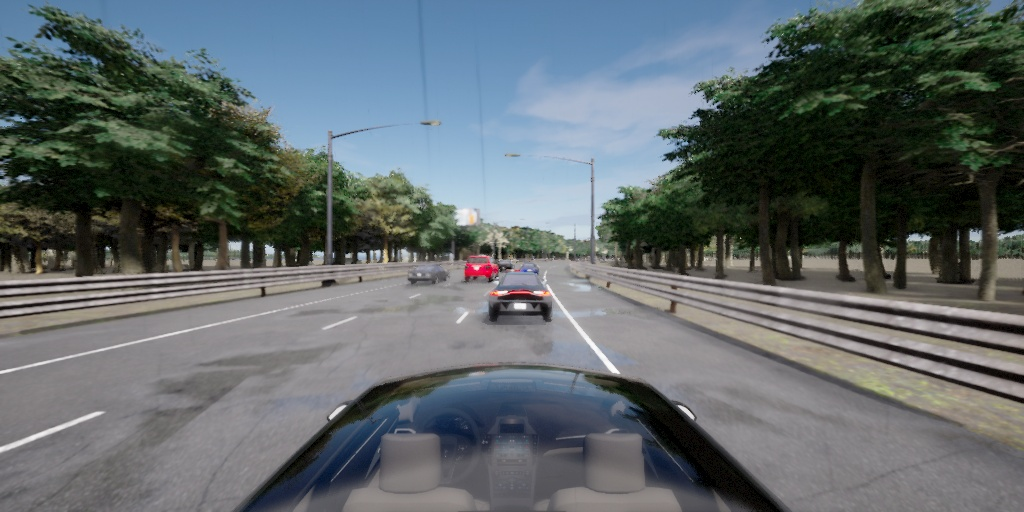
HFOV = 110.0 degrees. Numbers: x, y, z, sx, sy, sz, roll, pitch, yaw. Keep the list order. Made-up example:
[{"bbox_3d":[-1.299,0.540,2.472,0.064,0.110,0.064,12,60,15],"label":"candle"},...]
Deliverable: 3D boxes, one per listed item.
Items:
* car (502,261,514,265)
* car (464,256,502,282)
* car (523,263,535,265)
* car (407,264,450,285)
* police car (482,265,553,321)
[{"bbox_3d":[-0.789,1.333,46.569,1.882,1.535,5.008,0,0,7],"label":"car"},{"bbox_3d":[-2.419,1.021,29.304,2.150,2.045,5.566,0,0,5],"label":"car"},{"bbox_3d":[1.822,1.395,37.759,1.994,1.385,4.181,0,0,5],"label":"car"},{"bbox_3d":[-6.122,1.337,26.846,2.033,1.411,5.357,0,0,4],"label":"car"},{"bbox_3d":[0.305,1.262,12.650,2.038,1.542,4.974,0,0,1],"label":"police car"}]
